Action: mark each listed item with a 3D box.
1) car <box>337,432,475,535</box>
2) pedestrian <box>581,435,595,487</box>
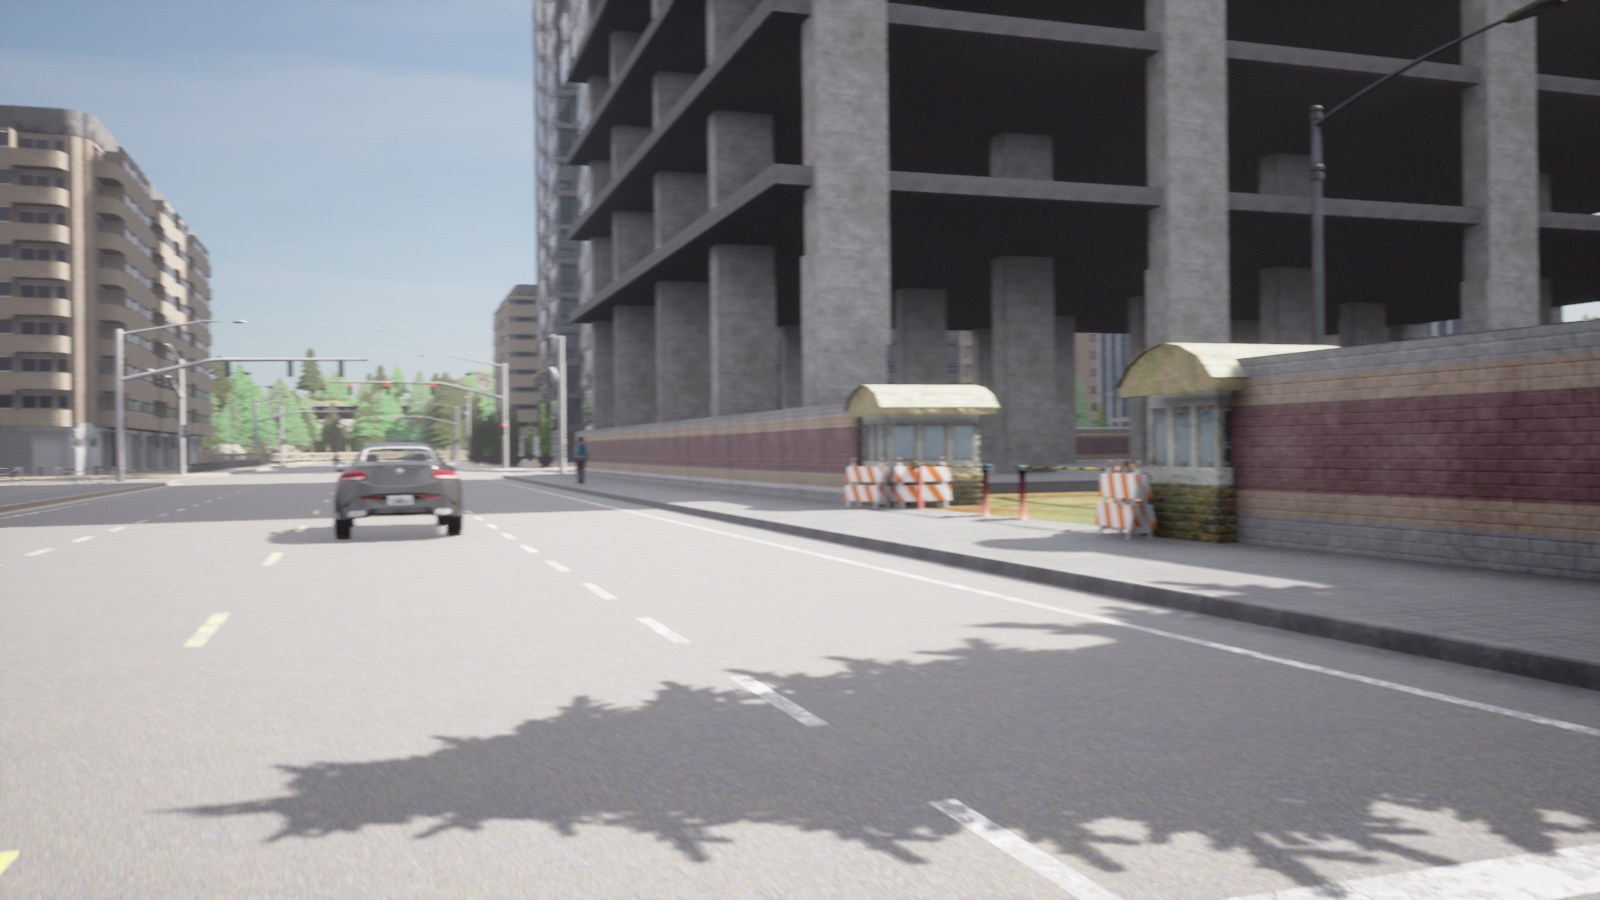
[{"bbox_3d":[-7.283,0.545,23.126,2.152,1.651,5.027,-1,0,-19],"label":"car"},{"bbox_3d":[-7.911,0.398,46.887,0.396,1.930,0.692,-1,0,-20],"label":"pedestrian"}]
